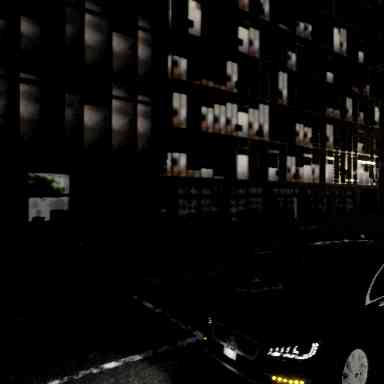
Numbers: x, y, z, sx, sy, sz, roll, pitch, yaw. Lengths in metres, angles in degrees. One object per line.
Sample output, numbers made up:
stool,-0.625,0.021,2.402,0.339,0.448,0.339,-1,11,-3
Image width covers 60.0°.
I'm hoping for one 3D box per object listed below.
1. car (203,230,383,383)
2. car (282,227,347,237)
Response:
car,2.398,1.553,5.087,4.892,1.490,1.837,1,0,-36
car,3.318,1.644,8.928,4.313,1.339,1.947,1,-1,-36
